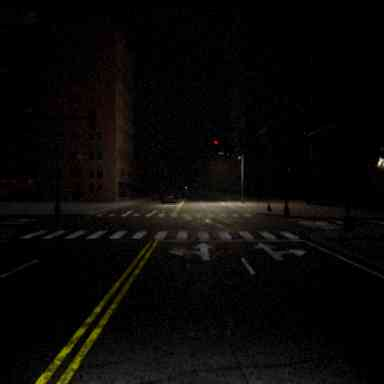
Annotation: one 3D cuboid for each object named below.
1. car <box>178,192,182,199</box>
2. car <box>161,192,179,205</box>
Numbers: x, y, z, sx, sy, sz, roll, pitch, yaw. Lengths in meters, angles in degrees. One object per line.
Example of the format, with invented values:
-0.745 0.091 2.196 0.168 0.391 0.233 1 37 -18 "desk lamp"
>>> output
-3.252 0.844 75.055 1.837 1.490 4.892 0 0 0 "car"
-3.251 1.167 47.854 1.994 1.385 4.181 0 1 0 "car"
